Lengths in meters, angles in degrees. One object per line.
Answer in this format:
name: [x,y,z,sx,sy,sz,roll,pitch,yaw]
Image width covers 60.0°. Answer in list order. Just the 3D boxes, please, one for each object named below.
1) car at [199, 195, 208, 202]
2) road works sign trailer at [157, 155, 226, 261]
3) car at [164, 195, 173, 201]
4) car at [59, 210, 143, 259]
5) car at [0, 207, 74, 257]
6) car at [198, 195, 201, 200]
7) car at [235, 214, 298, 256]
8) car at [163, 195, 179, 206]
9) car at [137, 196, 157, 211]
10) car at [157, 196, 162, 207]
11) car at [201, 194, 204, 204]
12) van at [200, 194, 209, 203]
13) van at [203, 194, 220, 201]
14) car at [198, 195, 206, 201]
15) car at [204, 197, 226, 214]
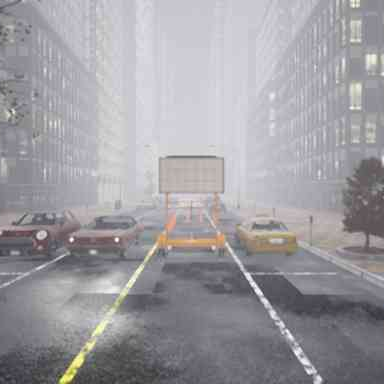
car: [2.609,1.485,75.316,1.887,1.381,4.507,0,0,0]
road works sign trailer: [-0.014,0.457,12.278,2.380,3.560,2.880,0,0,0]
car: [-5.778,1.500,81.012,1.947,1.339,4.313,0,0,0]
car: [-3.114,1.594,12.718,1.895,1.301,4.718,0,0,0]
car: [-5.708,1.433,12.710,1.967,1.590,4.097,0,0,0]
car: [2.621,1.535,63.931,1.802,1.307,4.206,0,0,0]
car: [2.673,1.518,12.873,1.752,1.417,4.829,0,0,0]
car: [-3.141,1.509,54.409,2.033,1.411,5.357,0,0,0]
car: [-5.737,1.498,40.999,1.752,1.417,4.829,0,0,0]
car: [-5.742,1.550,46.861,1.802,1.307,4.206,0,0,0]
car: [2.638,1.408,46.856,1.967,1.590,4.097,0,0,0]
van: [2.614,1.288,69.623,1.690,1.788,3.998,0,0,0]
van: [2.643,1.314,41.162,1.690,1.788,3.998,0,0,0]
car: [2.597,1.477,86.700,2.008,1.369,4.403,0,0,0]
car: [2.650,1.543,35.470,1.947,1.339,4.313,0,0,0]
